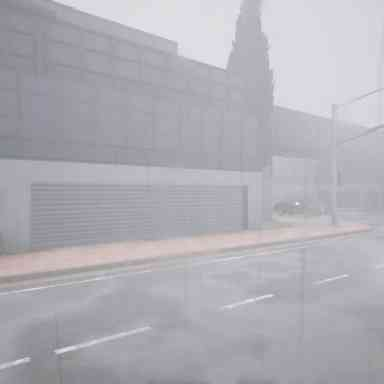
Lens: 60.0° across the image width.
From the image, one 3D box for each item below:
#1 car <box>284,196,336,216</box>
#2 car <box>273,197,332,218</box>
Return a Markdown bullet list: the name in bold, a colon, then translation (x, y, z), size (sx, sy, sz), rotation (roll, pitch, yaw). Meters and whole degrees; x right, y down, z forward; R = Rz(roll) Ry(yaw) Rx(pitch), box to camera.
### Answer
- **car**: translation (11.785, 1.351, 33.407), size (2.097, 1.767, 4.553), rotation (0, 0, -37)
- **car**: translation (9.695, 1.491, 30.350), size (2.128, 1.511, 4.902), rotation (0, 0, -37)
